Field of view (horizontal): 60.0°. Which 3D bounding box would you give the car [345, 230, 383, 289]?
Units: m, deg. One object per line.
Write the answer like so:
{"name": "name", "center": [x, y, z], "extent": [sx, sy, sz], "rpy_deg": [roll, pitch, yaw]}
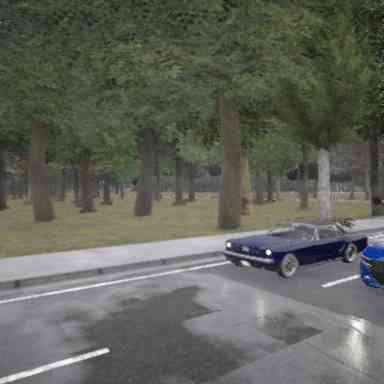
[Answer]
{"name": "car", "center": [5.975, 1.405, 7.943], "extent": [5.008, 1.535, 1.882], "rpy_deg": [-1, 0, -35]}

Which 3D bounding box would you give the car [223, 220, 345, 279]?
{"name": "car", "center": [3.197, 1.537, 9.955], "extent": [4.718, 1.301, 1.895], "rpy_deg": [-1, 0, -35]}
